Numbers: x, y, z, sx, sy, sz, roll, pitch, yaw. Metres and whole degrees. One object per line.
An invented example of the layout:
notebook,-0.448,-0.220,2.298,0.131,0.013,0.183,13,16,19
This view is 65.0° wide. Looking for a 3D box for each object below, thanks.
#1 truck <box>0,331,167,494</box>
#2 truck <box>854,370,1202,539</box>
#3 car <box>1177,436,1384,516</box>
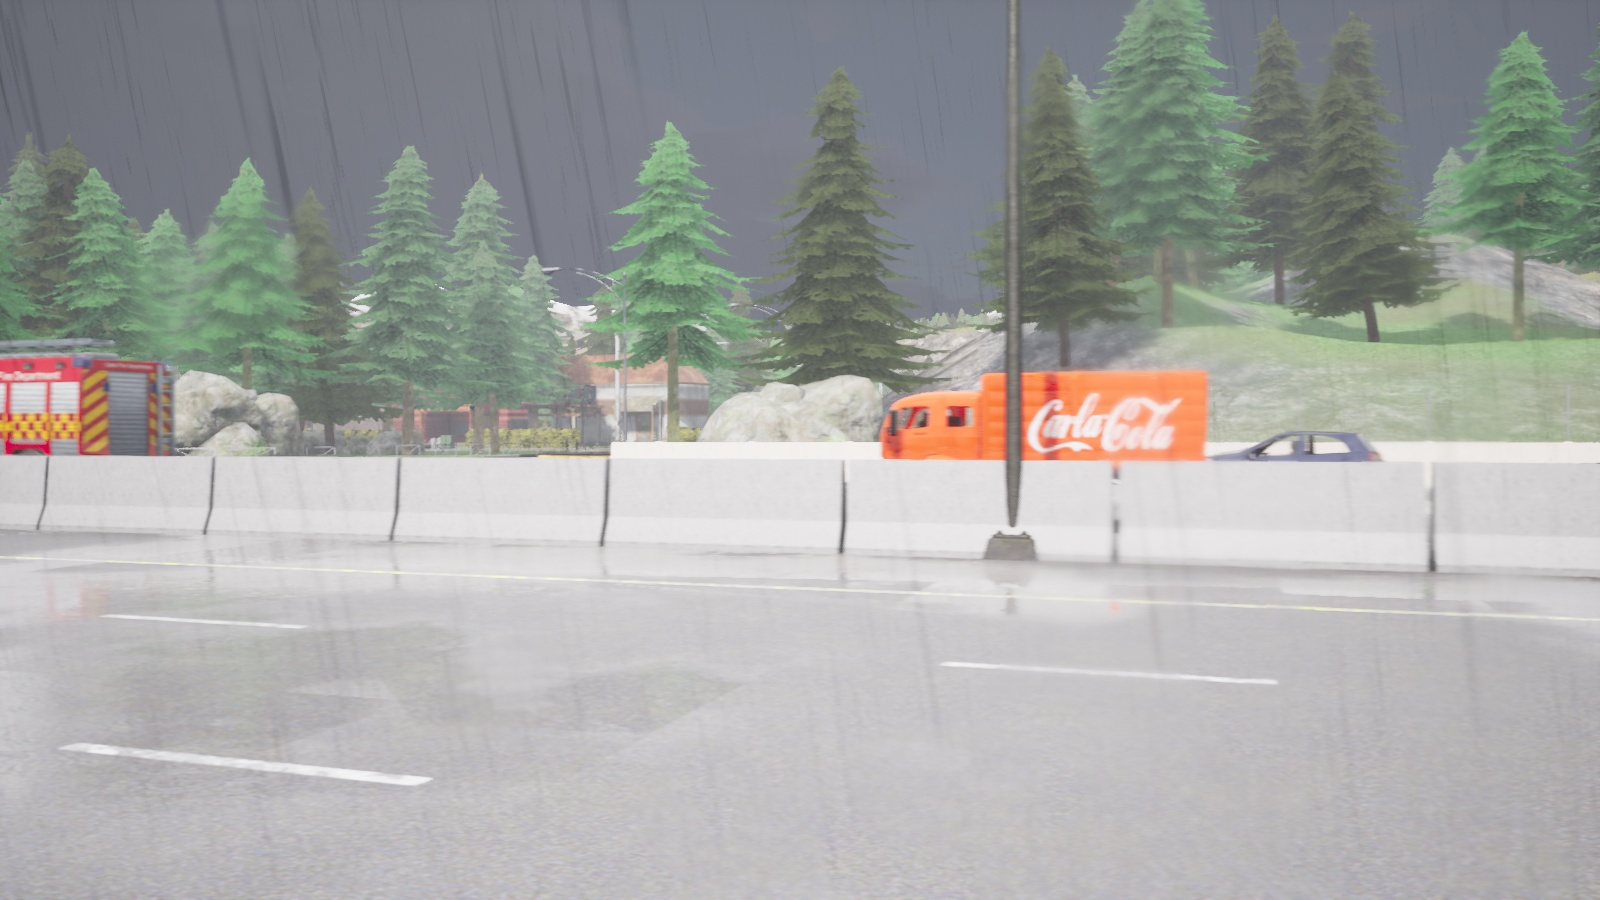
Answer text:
truck,-20.796,-0.946,32.330,8.468,3.827,2.891,1,1,19
truck,3.756,0.026,20.385,5.204,2.467,2.627,1,1,19
car,9.700,0.471,25.386,3.633,1.501,1.845,1,1,31
